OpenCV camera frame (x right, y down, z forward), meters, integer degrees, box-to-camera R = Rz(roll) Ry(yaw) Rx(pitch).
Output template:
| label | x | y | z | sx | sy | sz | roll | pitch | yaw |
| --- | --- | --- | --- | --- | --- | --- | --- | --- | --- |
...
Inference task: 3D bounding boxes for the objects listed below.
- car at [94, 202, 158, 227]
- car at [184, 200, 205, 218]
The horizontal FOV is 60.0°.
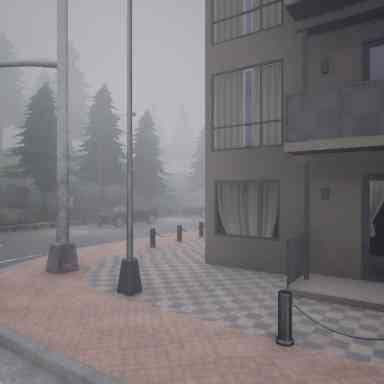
| label | x | y | z | sx | sy | sz | roll | pitch | yaw |
| --- | --- | --- | --- | --- | --- | --- | --- | --- | --- |
| car | -4.477 | 1.493 | 23.122 | 1.882 | 1.535 | 5.008 | 0 | 0 | 35 |
| car | 1.188 | 1.493 | 31.278 | 1.882 | 1.535 | 5.008 | 0 | 0 | 35 |
